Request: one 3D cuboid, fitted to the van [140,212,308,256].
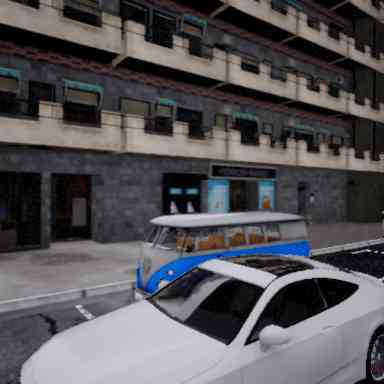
[{"bbox_3d":[0.780,1.347,7.109,3.998,1.788,1.690,0,0,-35],"label":"van"}]

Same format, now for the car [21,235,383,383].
[{"bbox_3d":[0.620,1.529,3.819,4.674,1.442,1.812,0,0,-35],"label":"car"}]
